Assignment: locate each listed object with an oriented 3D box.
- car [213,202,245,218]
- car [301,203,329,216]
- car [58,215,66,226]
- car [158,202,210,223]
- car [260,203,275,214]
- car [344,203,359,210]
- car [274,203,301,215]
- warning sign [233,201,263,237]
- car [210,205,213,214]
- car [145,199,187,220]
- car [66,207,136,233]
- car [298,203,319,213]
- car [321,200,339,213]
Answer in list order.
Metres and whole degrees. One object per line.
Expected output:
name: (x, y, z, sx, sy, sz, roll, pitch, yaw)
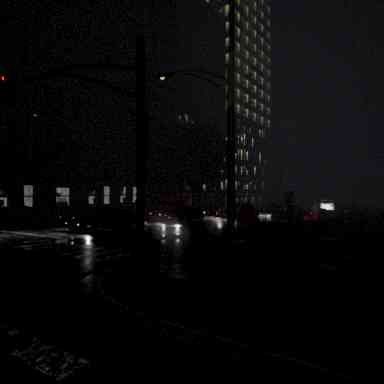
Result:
car: (4.806, 1.994, 38.591, 2.097, 1.767, 4.553, 0, -1, 33)
car: (16.517, 2.453, 44.499, 1.895, 1.301, 4.718, 0, -1, 33)
car: (-7.669, 1.917, 25.250, 1.895, 1.301, 4.718, 0, -1, 33)
car: (-0.597, 1.969, 30.221, 1.837, 1.490, 4.892, 0, -1, 33)
car: (11.564, 2.355, 48.975, 2.128, 1.511, 4.902, 0, -1, 33)
car: (31.493, 2.834, 65.718, 1.812, 1.442, 4.674, 0, -1, 33)
car: (13.650, 2.391, 46.054, 2.033, 1.411, 5.357, 0, -1, 33)
warning sign: (3.139, 1.453, 18.545, 1.300, 1.860, 1.060, 1, 1, 33)
car: (3.151, 2.274, 42.016, 1.895, 1.301, 4.718, 0, -1, 33)
car: (-2.375, 1.713, 33.462, 2.150, 2.045, 5.566, 0, -1, 33)
car: (-5.652, 1.802, 22.384, 1.837, 1.490, 4.892, 0, -1, 33)
car: (19.181, 2.573, 54.718, 2.033, 1.411, 5.357, 0, -1, 33)
car: (21.931, 2.252, 52.985, 2.150, 2.045, 5.566, 0, -1, 33)
